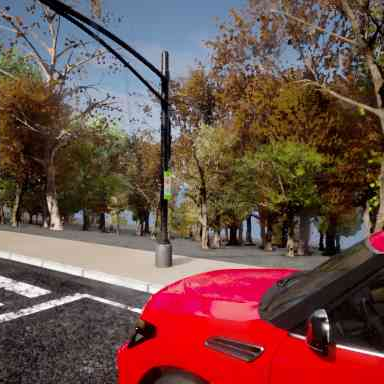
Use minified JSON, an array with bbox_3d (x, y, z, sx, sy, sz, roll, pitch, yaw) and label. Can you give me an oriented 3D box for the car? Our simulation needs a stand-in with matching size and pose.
[{"bbox_3d":[1.997,1.222,2.289,5.566,2.045,2.150,0,0,34],"label":"car"}]
